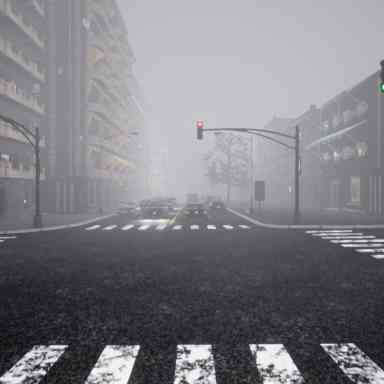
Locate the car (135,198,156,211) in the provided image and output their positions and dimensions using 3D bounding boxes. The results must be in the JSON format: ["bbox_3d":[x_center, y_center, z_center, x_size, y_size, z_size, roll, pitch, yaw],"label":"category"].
[{"bbox_3d":[-5.680,1.531,41.218,1.887,1.381,4.507,0,0,0],"label":"car"}]

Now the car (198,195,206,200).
[{"bbox_3d":[2.715,1.496,91.010,1.887,1.381,4.507,0,0,0],"label":"car"}]

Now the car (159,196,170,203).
[{"bbox_3d":[-5.672,1.551,68.886,1.802,1.307,4.206,0,0,0],"label":"car"}]

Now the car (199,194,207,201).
[{"bbox_3d":[2.712,1.396,85.476,1.967,1.590,4.097,0,0,0],"label":"car"}]

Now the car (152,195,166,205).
[{"bbox_3d":[-5.677,1.417,57.819,1.967,1.590,4.097,0,0,0],"label":"car"}]

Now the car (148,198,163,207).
[{"bbox_3d":[-5.677,1.562,52.286,1.802,1.307,4.206,0,0,0],"label":"car"}]

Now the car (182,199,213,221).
[{"bbox_3d":[0.233,1.541,26.828,2.033,1.411,5.357,0,0,-2],"label":"car"}]

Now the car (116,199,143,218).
[{"bbox_3d":[-5.684,1.542,30.151,2.008,1.369,4.403,0,0,0],"label":"car"}]

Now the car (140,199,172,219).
[{"bbox_3d":[-3.100,1.556,29.311,1.994,1.385,4.181,0,0,-1],"label":"car"}]

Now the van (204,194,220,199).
[{"bbox_3d":[2.698,1.327,41.208,1.690,1.788,3.998,0,0,0],"label":"van"}]

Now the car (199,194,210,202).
[{"bbox_3d":[2.708,1.280,74.410,2.192,1.841,5.009,0,0,0],"label":"car"}]

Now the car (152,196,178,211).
[{"bbox_3d":[-3.087,1.535,38.659,2.033,1.411,5.357,0,0,0],"label":"car"}]

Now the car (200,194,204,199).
[{"bbox_3d":[2.702,1.420,52.276,1.967,1.590,4.097,0,0,0],"label":"car"}]

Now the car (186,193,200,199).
[{"bbox_3d":[0.116,1.198,59.020,2.150,2.045,5.566,0,0,0],"label":"car"}]

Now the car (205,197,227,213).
[{"bbox_3d":[2.698,1.555,35.675,1.947,1.339,4.313,0,0,0],"label":"car"}]
